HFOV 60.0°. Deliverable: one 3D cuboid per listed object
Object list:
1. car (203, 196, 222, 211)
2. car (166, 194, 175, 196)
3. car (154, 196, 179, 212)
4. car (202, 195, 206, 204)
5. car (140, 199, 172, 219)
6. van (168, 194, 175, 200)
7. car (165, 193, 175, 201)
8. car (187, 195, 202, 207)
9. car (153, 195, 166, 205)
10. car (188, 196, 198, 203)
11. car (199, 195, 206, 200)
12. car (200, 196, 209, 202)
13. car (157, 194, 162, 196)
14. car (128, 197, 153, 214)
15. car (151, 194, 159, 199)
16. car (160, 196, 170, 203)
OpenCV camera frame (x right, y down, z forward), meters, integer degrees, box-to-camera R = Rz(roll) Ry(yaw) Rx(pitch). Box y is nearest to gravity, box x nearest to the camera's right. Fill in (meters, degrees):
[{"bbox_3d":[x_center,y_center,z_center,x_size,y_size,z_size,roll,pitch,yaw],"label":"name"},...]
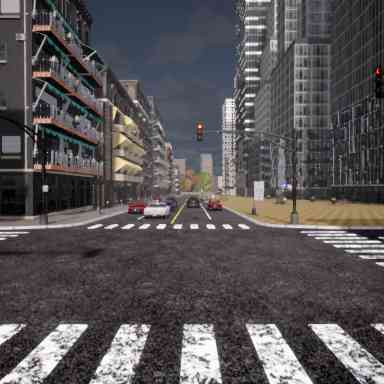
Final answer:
[{"bbox_3d":[2.711,1.540,41.027,1.887,1.381,4.507,-1,0,0],"label":"car"},{"bbox_3d":[-3.009,1.501,49.625,1.837,1.490,4.892,0,0,0],"label":"car"},{"bbox_3d":[-3.025,1.559,39.444,1.994,1.385,4.181,0,0,1],"label":"car"},{"bbox_3d":[2.748,1.551,63.623,2.008,1.369,4.403,-1,0,0],"label":"car"},{"bbox_3d":[-3.053,1.597,29.383,1.895,1.301,4.718,0,0,0],"label":"car"},{"bbox_3d":[-5.558,1.350,91.823,1.690,1.788,3.998,-1,0,0],"label":"van"},{"bbox_3d":[-5.567,1.322,86.175,2.192,1.841,5.009,-1,0,0],"label":"car"},{"bbox_3d":[0.178,1.500,49.577,1.837,1.490,4.892,0,0,0],"label":"car"},{"bbox_3d":[-5.610,1.439,57.930,1.967,1.590,4.097,-1,0,0],"label":"car"},{"bbox_3d":[0.211,1.549,69.965,2.033,1.411,5.357,0,0,0],"label":"car"},{"bbox_3d":[2.792,1.534,92.039,1.752,1.417,4.829,-1,0,0],"label":"car"},{"bbox_3d":[2.766,1.548,74.921,1.887,1.381,4.507,-1,0,0],"label":"car"},{"bbox_3d":[-5.621,1.312,52.282,2.192,1.841,5.009,-1,0,0],"label":"car"},{"bbox_3d":[-5.645,1.540,35.334,1.887,1.381,4.507,-1,0,0],"label":"car"},{"bbox_3d":[-5.637,1.436,40.983,1.967,1.590,4.097,-1,0,0],"label":"car"},{"bbox_3d":[-5.590,1.583,69.228,1.802,1.307,4.206,-1,0,0],"label":"car"}]
